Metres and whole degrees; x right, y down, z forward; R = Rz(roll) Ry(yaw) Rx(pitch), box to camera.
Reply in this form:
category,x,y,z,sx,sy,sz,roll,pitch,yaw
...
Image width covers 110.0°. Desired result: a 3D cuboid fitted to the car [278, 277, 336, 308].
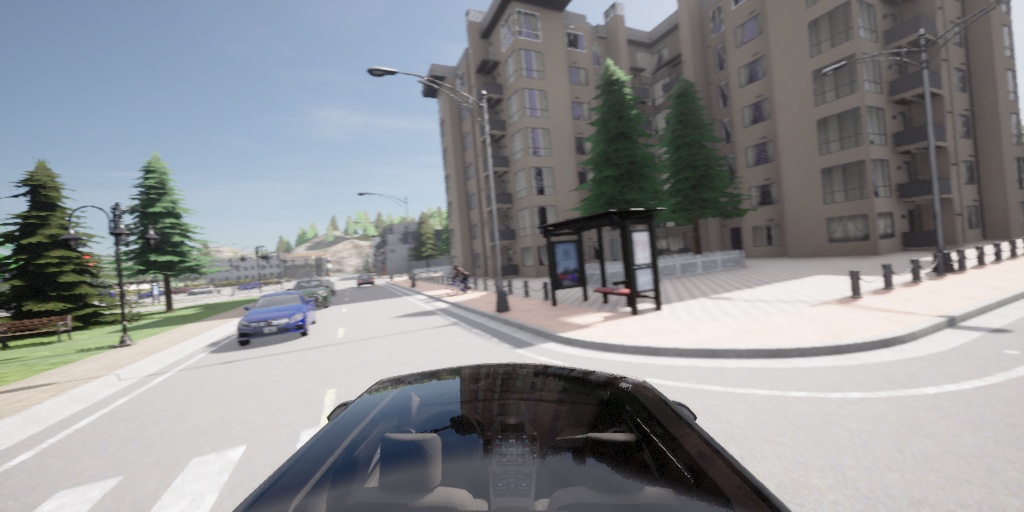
category,x,y,z,sx,sy,sz,roll,pitch,yaw
car,-11.758,2.147,20.842,2.097,1.767,4.553,-5,0,-24

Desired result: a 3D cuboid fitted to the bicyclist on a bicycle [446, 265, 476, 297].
category,x,y,z,sx,sy,sz,roll,pitch,yaw
bicyclist on a bicycle,-2.737,1.282,18.930,1.656,1.620,0.582,-5,0,-24

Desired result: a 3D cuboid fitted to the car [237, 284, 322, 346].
category,x,y,z,sx,sy,sz,roll,pitch,yaw
car,-8.066,1.991,12.631,1.812,1.442,4.674,-5,0,-24

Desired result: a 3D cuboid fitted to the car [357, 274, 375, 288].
category,x,y,z,sx,sy,sz,roll,pitch,yaw
car,-17.021,2.811,41.645,2.033,1.411,5.357,-5,0,-24
